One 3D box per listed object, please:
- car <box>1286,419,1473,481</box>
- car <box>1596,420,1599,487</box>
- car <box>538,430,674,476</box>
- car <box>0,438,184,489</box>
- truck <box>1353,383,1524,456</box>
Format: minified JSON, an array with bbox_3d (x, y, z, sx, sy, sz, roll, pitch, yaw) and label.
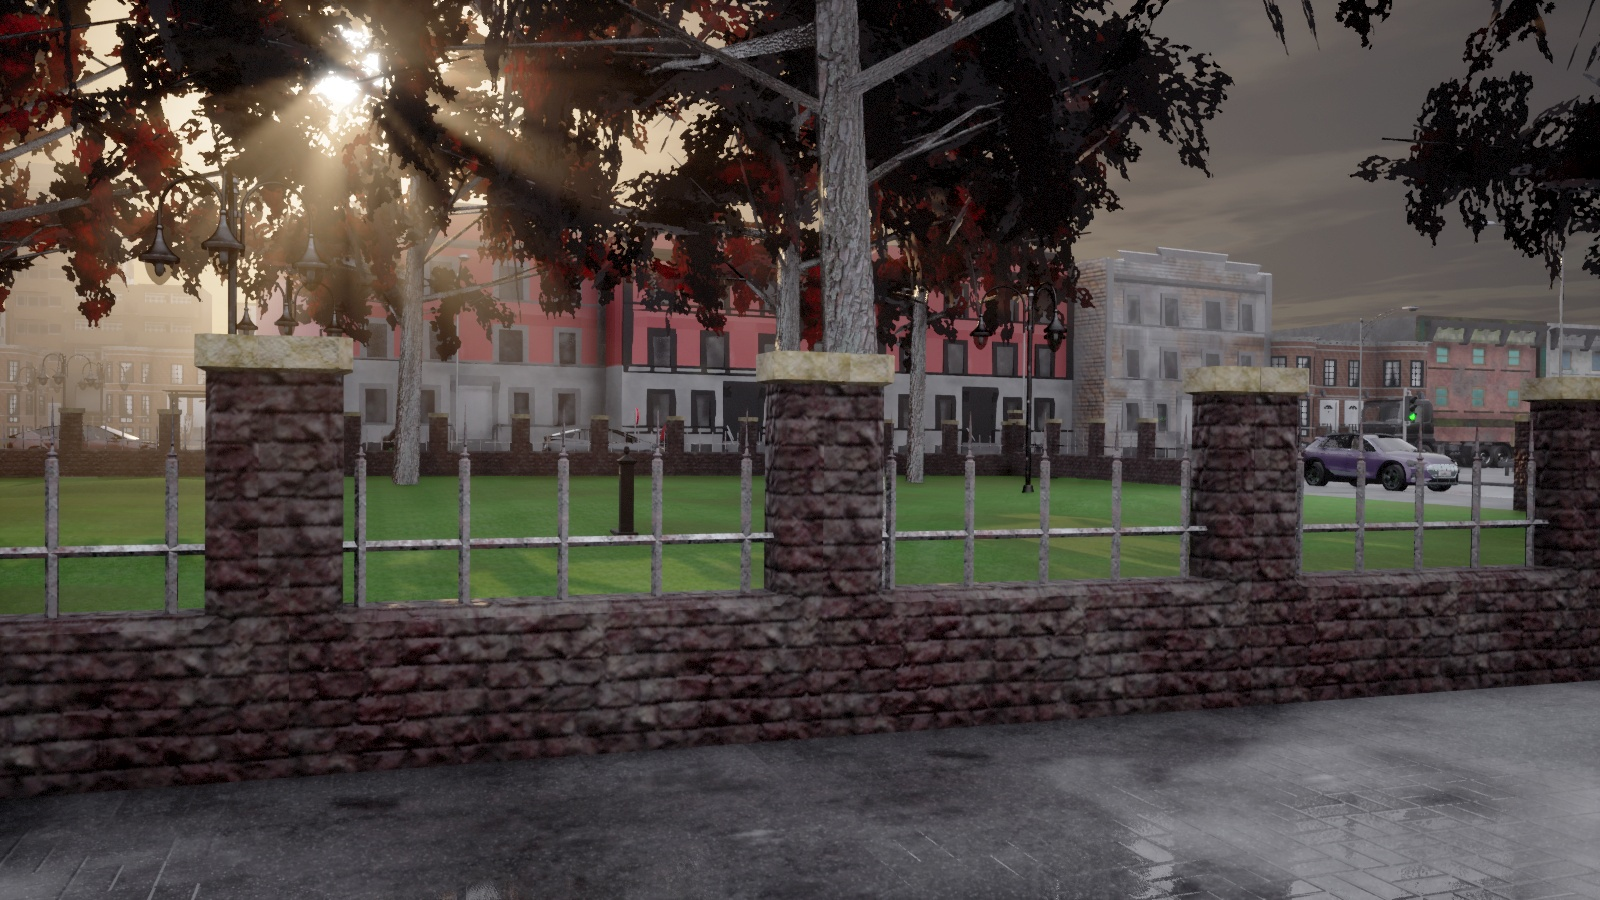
[{"bbox_3d":[16.602,-0.041,36.265,2.033,1.649,4.856,-1,1,-21],"label":"car"},{"bbox_3d":[19.865,0.094,26.833,2.007,1.525,4.514,-1,1,-21],"label":"car"},{"bbox_3d":[-6.960,0.089,44.948,4.514,1.525,2.007,-1,1,-18],"label":"car"},{"bbox_3d":[-22.266,0.393,39.680,4.792,1.488,2.163,-1,1,-19],"label":"car"},{"bbox_3d":[31.763,-1.543,62.450,7.936,3.462,2.891,-1,1,-19],"label":"truck"}]
